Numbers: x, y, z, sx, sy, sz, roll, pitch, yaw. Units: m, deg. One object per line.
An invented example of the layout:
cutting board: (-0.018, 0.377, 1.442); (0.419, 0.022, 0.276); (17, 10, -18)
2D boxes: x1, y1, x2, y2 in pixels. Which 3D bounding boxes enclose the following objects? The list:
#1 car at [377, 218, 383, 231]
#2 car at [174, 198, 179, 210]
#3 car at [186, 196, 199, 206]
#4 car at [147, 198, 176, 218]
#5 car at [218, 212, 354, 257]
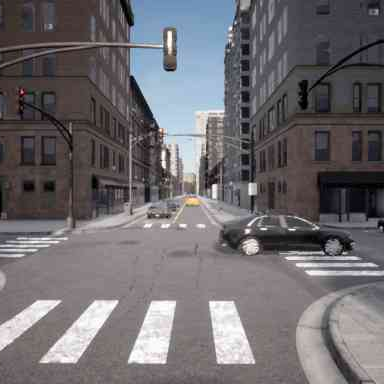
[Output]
car: (12.372, 1.563, 17.918); (4.313, 1.339, 1.947); (0, 0, 0)
car: (-2.837, 1.522, 39.735); (1.837, 1.490, 4.892); (0, 0, 0)
car: (0.114, 1.396, 56.817); (2.097, 1.767, 4.553); (0, 0, 0)
car: (-2.843, 1.556, 30.016); (2.033, 1.411, 5.357); (0, 0, 0)
car: (3.419, 1.515, 12.414); (4.892, 1.490, 1.837); (0, 0, 0)
